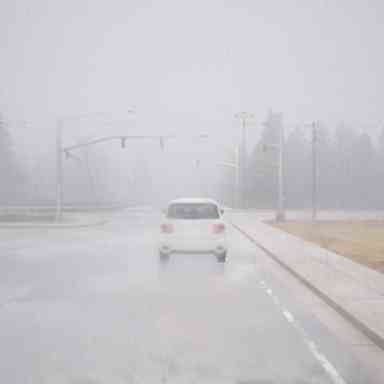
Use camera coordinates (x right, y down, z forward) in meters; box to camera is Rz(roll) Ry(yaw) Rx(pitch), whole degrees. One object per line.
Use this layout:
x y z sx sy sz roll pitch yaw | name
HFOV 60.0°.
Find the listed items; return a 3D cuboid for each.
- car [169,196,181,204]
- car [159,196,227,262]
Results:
-3.429 1.552 67.148 2.128 1.511 4.902 0 0 1 | car
0.044 1.228 12.357 2.150 2.045 5.566 0 0 0 | car
